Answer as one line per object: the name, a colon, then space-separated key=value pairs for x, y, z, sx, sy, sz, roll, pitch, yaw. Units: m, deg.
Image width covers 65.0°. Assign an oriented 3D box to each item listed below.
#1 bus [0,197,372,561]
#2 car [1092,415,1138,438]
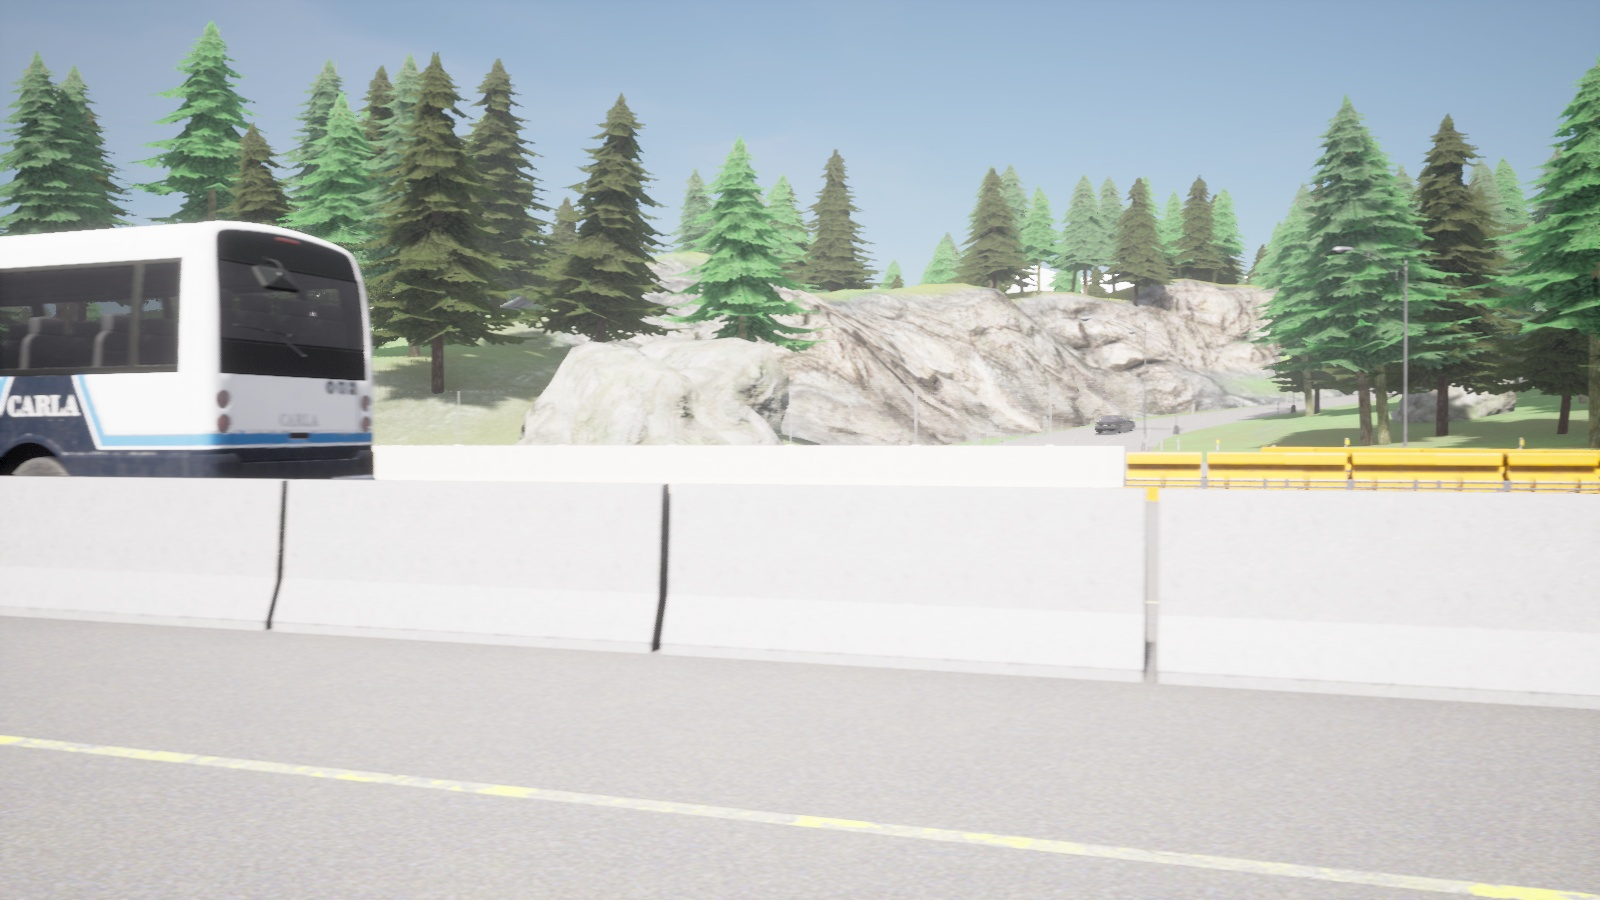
bus: x=-11.785 y=-0.886 z=18.215 sx=10.273 sy=4.253 sz=3.944 roll=0 pitch=1 yaw=19
car: x=24.191 y=-1.817 z=96.316 sx=2.033 sy=1.411 sz=5.357 roll=1 pitch=4 yaw=30
